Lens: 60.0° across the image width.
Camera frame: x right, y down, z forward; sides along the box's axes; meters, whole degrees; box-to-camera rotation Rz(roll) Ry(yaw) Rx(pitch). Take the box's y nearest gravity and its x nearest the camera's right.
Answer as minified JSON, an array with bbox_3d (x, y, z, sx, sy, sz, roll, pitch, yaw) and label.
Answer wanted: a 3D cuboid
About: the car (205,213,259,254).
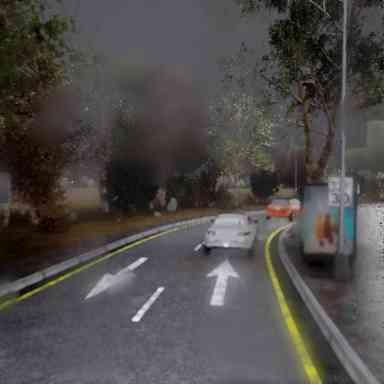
[{"bbox_3d":[1.727,1.577,13.791,1.812,1.442,4.674,0,1,14],"label":"car"}]

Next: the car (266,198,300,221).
[{"bbox_3d":[7.676,1.255,26.392,2.097,1.767,4.553,1,1,38],"label":"car"}]
